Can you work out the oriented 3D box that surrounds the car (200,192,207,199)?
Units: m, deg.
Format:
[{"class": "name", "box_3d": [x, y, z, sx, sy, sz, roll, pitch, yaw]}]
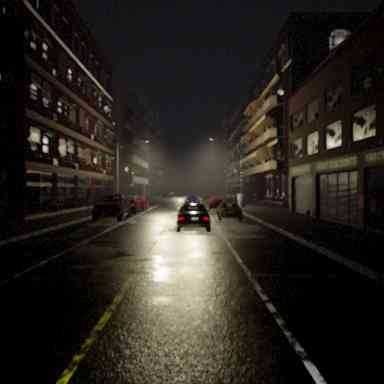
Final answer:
[{"class": "car", "box_3d": [2.612, 0.935, 58.123, 2.008, 1.369, 4.403, 0, 1, 0]}]

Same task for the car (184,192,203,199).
[{"class": "car", "box_3d": [0.043, 1.095, 40.743, 1.812, 1.442, 4.674, 0, 1, 0]}]

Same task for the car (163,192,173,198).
[{"class": "car", "box_3d": [-5.800, 0.697, 80.660, 2.008, 1.369, 4.403, 0, 1, 0]}]

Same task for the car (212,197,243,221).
[{"class": "car", "box_3d": [2.657, 1.266, 24.478, 1.752, 1.417, 4.829, 0, 1, 0]}]

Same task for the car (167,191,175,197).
[{"class": "car", "box_3d": [-5.815, 0.570, 91.931, 1.887, 1.381, 4.507, 0, 1, 0]}]

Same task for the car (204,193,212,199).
[{"class": "car", "box_3d": [2.642, 1.168, 35.580, 1.887, 1.381, 4.507, 0, 1, 0]}]

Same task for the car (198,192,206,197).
[{"class": "car", "box_3d": [2.573, 0.649, 86.303, 1.947, 1.339, 4.313, 0, 1, 0]}]

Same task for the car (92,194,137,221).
[{"class": "car", "box_3d": [-5.722, 1.061, 24.298, 2.192, 1.841, 5.009, 0, 1, 0]}]

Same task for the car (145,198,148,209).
[{"class": "car", "box_3d": [-5.738, 1.171, 35.573, 1.887, 1.381, 4.507, 0, 1, 0]}]

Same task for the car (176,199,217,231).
[{"class": "car", "box_3d": [0.073, 1.347, 18.955, 2.033, 1.411, 5.357, 0, 1, 0]}]

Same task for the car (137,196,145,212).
[{"class": "car", "box_3d": [-5.731, 1.126, 29.935, 1.967, 1.590, 4.097, 0, 1, 0]}]

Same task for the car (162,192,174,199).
[{"class": "car", "box_3d": [-5.792, 0.758, 75.023, 2.008, 1.369, 4.403, 0, 1, 0]}]

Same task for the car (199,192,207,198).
[{"class": "car", "box_3d": [2.581, 0.667, 80.836, 1.752, 1.417, 4.829, 0, 1, 0]}]
